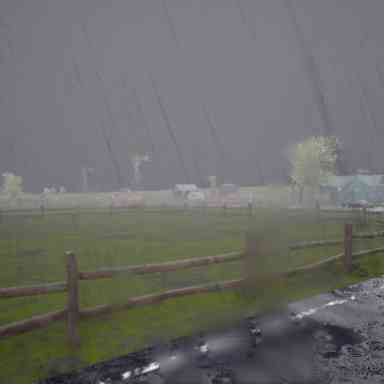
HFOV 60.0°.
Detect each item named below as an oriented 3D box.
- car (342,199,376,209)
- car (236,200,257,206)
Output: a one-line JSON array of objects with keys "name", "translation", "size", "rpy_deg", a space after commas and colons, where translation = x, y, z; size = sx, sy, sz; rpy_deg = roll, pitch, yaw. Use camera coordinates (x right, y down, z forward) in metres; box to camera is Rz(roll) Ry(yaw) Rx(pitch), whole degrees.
[{"name": "car", "translation": [25.520, 1.917, 51.038], "size": [1.837, 1.490, 4.892], "rpy_deg": [-1, 2, -36]}, {"name": "car", "translation": [11.521, 2.284, 70.547], "size": [1.895, 1.301, 4.718], "rpy_deg": [-1, 0, -36]}]
